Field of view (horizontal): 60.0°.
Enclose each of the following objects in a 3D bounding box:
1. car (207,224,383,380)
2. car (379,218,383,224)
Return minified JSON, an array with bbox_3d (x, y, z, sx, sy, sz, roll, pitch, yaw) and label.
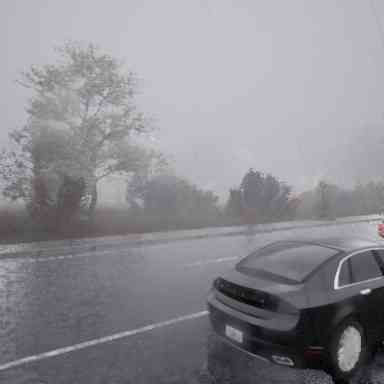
[{"bbox_3d":[2.496,1.506,5.528,4.892,1.490,1.837,0,0,-36],"label":"car"},{"bbox_3d":[11.050,1.355,16.184,4.553,1.767,2.097,0,0,-36],"label":"car"}]
